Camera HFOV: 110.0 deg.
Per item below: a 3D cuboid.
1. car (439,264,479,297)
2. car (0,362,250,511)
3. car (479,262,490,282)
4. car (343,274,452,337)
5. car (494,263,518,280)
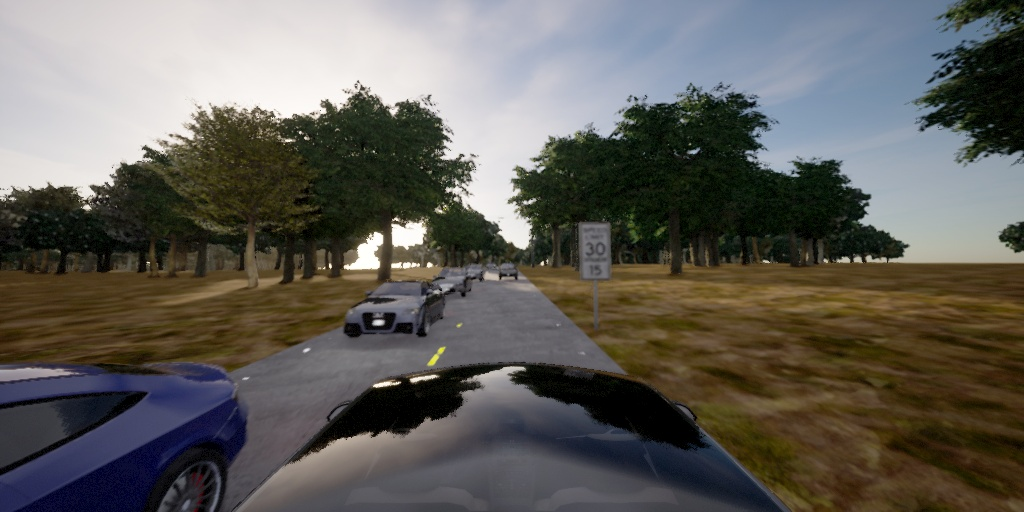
[{"bbox_3d":[-3.340,1.428,20.564,2.128,1.511,4.902,0,0,-1],"label":"car"},{"bbox_3d":[-3.033,1.295,1.114,1.812,1.442,4.674,0,-1,-1],"label":"car"},{"bbox_3d":[-3.468,1.530,32.602,2.128,1.511,4.902,0,0,0],"label":"car"},{"bbox_3d":[-3.191,1.417,10.548,1.994,1.385,4.181,0,0,0],"label":"car"},{"bbox_3d":[-0.373,1.534,35.540,2.128,1.511,4.902,0,0,-1],"label":"car"}]
